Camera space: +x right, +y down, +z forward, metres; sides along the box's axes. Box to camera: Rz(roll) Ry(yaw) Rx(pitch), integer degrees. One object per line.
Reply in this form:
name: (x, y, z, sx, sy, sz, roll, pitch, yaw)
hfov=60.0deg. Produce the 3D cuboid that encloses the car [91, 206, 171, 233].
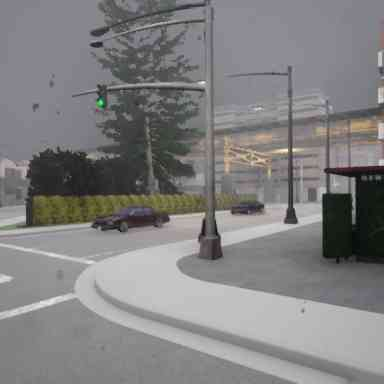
car: (-3.573, 1.612, 20.614, 2.033, 1.411, 5.357, -1, 0, 36)

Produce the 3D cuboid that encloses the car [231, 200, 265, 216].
car: (5.687, 1.548, 33.441, 1.882, 1.535, 5.008, -1, 0, 36)
